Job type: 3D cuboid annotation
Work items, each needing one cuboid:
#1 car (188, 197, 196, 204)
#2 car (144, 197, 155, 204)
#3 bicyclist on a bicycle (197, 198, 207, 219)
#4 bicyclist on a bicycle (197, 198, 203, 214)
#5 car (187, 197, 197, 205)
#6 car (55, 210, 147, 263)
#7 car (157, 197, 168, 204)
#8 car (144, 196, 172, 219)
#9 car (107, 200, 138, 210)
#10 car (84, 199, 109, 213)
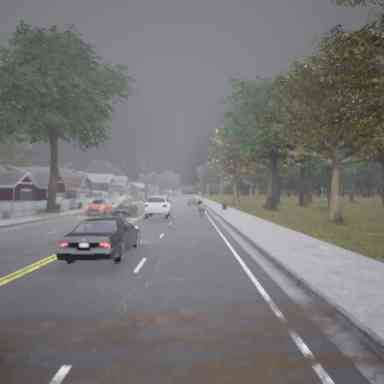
[{"bbox_3d":[-0.023,1.902,77.722,1.882,1.535,5.008,0,0,0],"label":"car"},{"bbox_3d":[-9.772,1.899,76.070,1.994,1.385,4.181,0,0,0],"label":"car"},{"bbox_3d":[0.856,1.590,29.150,0.866,1.612,1.509,0,0,0],"label":"bicyclist on a bicycle"},{"bbox_3d":[0.883,1.566,37.207,0.659,1.776,1.843,0,0,0],"label":"bicyclist on a bicycle"},{"bbox_3d":[0.007,1.913,67.515,2.033,1.411,5.357,0,0,1],"label":"car"},{"bbox_3d":[-3.151,1.612,12.199,2.033,1.411,5.357,0,0,0],"label":"car"},{"bbox_3d":[-6.522,1.826,73.848,1.882,1.535,5.008,0,0,0],"label":"car"},{"bbox_3d":[-3.159,1.387,31.577,2.150,2.045,5.566,0,0,0],"label":"car"},{"bbox_3d":[-6.607,1.723,33.342,2.033,1.411,5.357,0,0,0],"label":"car"},{"bbox_3d":[-9.853,1.538,35.518,2.097,1.767,4.553,0,0,0],"label":"car"}]
